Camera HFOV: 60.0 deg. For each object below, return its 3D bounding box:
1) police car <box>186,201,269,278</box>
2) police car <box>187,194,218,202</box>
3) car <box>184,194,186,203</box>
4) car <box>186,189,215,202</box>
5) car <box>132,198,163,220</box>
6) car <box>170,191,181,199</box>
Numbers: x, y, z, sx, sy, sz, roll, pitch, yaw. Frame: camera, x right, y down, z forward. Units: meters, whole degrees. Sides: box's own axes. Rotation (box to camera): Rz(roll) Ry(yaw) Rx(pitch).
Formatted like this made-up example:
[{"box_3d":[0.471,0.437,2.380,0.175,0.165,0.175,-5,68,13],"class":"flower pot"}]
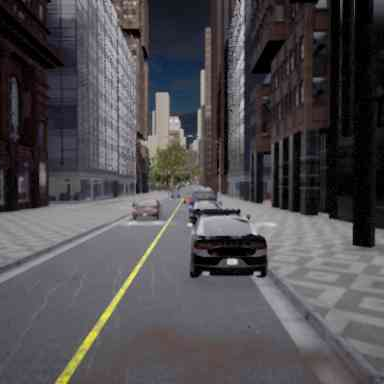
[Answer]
[{"box_3d":[0.878,1.298,9.889,1.930,1.638,5.238,0,1,0],"class":"police car"},{"box_3d":[0.853,1.170,19.889,1.930,1.638,5.238,0,1,0],"class":"police car"},{"box_3d":[-0.081,0.711,48.738,2.097,1.767,4.553,0,1,0],"class":"car"},{"box_3d":[0.839,0.892,25.805,2.150,2.045,5.566,0,1,0],"class":"car"},{"box_3d":[-3.156,1.211,24.490,1.812,1.442,4.674,0,1,0],"class":"car"},{"box_3d":[-3.174,0.620,65.606,1.837,1.490,4.892,0,1,0],"class":"car"}]
